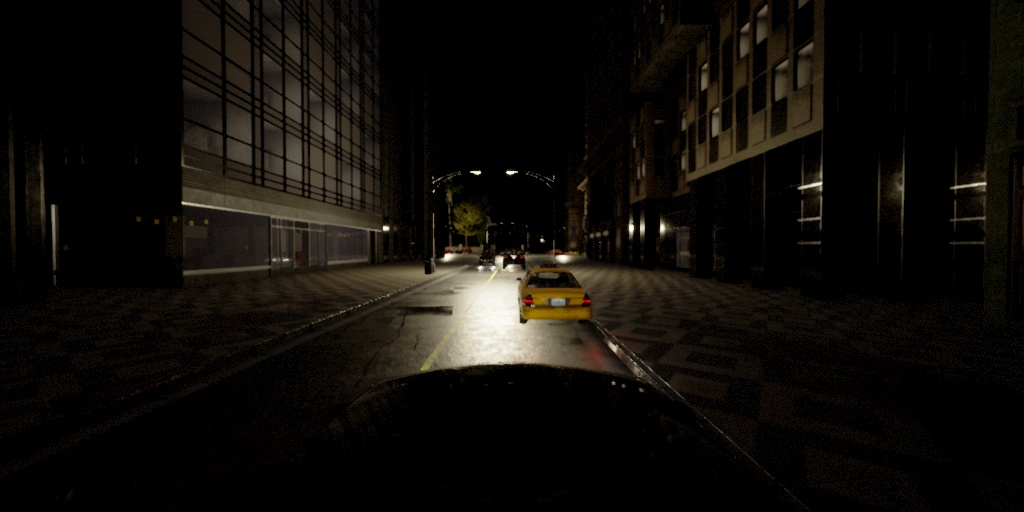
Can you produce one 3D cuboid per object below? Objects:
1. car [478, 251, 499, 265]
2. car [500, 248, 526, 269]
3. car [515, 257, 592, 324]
[{"bbox_3d":[-2.901,0.316,42.507,1.837,1.490,4.892,0,1,0],"label":"car"},{"bbox_3d":[0.213,0.191,35.523,2.150,2.045,5.566,0,1,1],"label":"car"},{"bbox_3d":[1.091,0.992,10.935,1.801,1.575,5.366,0,1,0],"label":"car"}]
